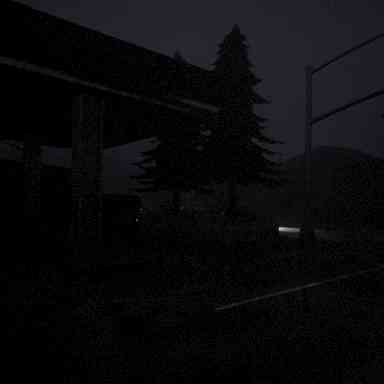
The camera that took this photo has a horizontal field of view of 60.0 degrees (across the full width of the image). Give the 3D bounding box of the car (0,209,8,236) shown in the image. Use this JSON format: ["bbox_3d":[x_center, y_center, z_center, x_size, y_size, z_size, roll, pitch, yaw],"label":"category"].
[{"bbox_3d":[-11.671,1.520,18.466,2.242,1.667,4.611,1,0,-36],"label":"car"}]

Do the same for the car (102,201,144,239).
[{"bbox_3d":[-4.539,1.446,18.283,1.905,1.878,3.866,1,0,-36],"label":"car"}]

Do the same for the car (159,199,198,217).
[{"bbox_3d":[-1.339,1.540,32.653,2.097,1.767,4.553,1,0,-36],"label":"car"}]

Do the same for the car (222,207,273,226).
[{"bbox_3d":[4.080,1.815,25.013,1.994,1.385,4.181,1,0,-35],"label":"car"}]

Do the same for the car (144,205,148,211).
[{"bbox_3d":[-7.487,1.664,41.317,2.033,1.411,5.357,1,0,-35],"label":"car"}]
